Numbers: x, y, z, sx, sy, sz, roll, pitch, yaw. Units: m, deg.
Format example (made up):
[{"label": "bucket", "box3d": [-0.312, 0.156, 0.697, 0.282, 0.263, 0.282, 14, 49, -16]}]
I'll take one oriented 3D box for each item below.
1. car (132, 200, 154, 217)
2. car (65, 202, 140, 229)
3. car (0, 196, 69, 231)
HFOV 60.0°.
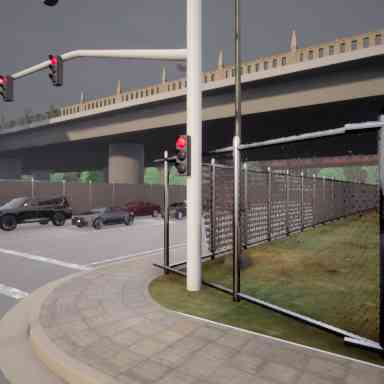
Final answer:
[{"label": "car", "box3d": [-4.901, 1.533, 29.630, 1.882, 1.535, 5.008, 0, 0, 35]}, {"label": "car", "box3d": [-5.857, 1.619, 22.224, 1.994, 1.385, 4.181, 0, 0, 35]}, {"label": "car", "box3d": [-10.576, 1.277, 21.628, 2.150, 2.045, 5.566, 0, 0, 36]}]
